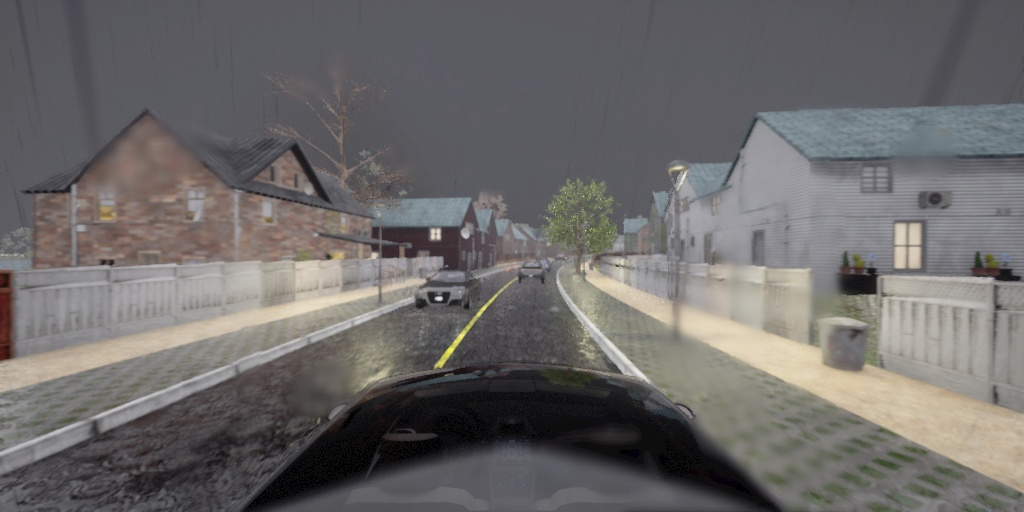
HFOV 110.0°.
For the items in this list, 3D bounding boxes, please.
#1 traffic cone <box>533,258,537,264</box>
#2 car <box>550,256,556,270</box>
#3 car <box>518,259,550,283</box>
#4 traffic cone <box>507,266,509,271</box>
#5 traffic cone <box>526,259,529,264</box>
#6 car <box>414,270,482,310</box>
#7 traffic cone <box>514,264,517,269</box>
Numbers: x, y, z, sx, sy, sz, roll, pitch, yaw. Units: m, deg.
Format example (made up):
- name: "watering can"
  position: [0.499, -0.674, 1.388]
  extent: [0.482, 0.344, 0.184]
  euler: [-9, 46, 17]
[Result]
- name: "traffic cone"
  position: [3.716, 1.093, 60.610]
  extent: [0.340, 0.580, 0.340]
  euler: [0, 0, 14]
- name: "car"
  position: [3.517, 0.990, 40.660]
  extent: [2.033, 1.411, 5.357]
  euler: [0, 1, 10]
- name: "car"
  position: [1.545, 1.111, 26.522]
  extent: [2.128, 1.511, 4.902]
  euler: [0, 1, 7]
- name: "traffic cone"
  position: [-0.475, 1.387, 40.850]
  extent: [0.340, 0.580, 0.340]
  euler: [0, 0, 10]
- name: "traffic cone"
  position: [2.515, 1.173, 55.704]
  extent: [0.340, 0.580, 0.340]
  euler: [0, 0, 13]
- name: "car"
  position: [-2.393, 1.258, 14.313]
  extent: [1.994, 1.385, 4.181]
  euler: [0, 0, 4]
- name: "traffic cone"
  position: [0.419, 1.316, 45.823]
  extent: [0.340, 0.580, 0.340]
  euler: [0, 0, 11]
